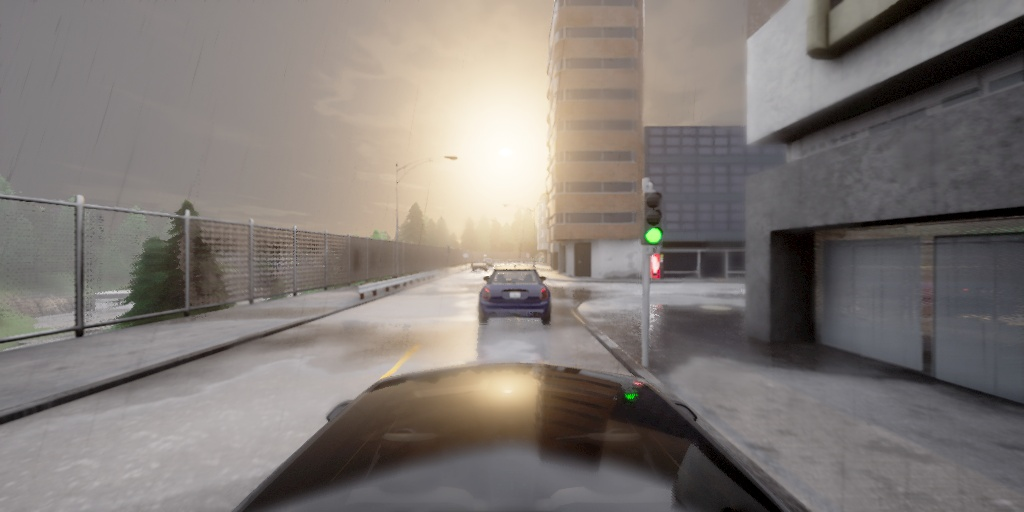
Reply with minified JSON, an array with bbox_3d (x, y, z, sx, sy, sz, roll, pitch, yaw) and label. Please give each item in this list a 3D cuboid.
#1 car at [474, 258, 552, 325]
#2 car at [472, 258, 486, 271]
[{"bbox_3d":[0.092,1.085,11.947,2.097,1.767,4.553,0,0,0],"label":"car"},{"bbox_3d":[-4.065,1.222,46.437,2.033,1.411,5.357,0,0,0],"label":"car"}]
